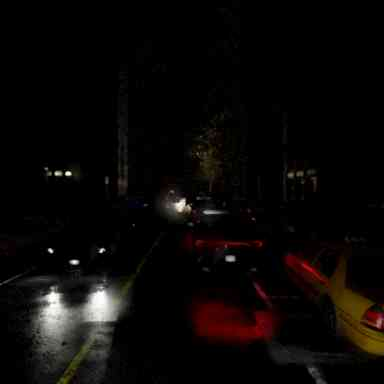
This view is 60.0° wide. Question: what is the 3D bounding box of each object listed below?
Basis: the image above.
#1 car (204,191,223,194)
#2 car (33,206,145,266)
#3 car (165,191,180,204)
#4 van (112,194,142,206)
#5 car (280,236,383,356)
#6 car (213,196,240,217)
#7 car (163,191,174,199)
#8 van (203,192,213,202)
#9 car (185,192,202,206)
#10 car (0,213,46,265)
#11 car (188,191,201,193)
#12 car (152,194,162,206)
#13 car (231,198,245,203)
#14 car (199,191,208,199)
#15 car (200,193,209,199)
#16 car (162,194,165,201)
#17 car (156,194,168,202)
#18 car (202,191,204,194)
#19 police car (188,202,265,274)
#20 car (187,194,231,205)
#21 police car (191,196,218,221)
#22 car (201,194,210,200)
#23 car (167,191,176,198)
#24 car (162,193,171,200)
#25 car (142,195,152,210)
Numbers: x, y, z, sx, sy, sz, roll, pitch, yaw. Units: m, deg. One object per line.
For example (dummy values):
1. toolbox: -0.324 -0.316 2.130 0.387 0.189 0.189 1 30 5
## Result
1. car: 2.877 0.994 39.793 2.192 1.841 5.009 0 0 0
2. car: -3.097 1.445 11.420 2.033 1.411 5.357 0 1 0
3. car: -3.049 0.943 53.655 2.097 1.767 4.553 0 0 0
4. van: -5.653 1.099 28.533 1.690 1.788 3.998 0 0 0
5. car: 2.868 1.469 6.161 1.752 1.417 4.829 0 1 1
6. car: 2.872 1.198 28.514 1.967 1.590 4.097 0 0 0
7. car: -5.629 0.758 79.282 2.192 1.841 5.009 0 0 0
8. van: 2.889 0.876 62.351 1.690 1.788 3.998 0 0 0
9. car: 0.040 1.168 45.527 1.812 1.442 4.674 0 0 1
10. car: -5.663 1.425 11.411 1.752 1.417 4.829 0 1 1
11. car: 0.029 0.777 59.179 2.150 2.045 5.566 0 0 0
12. car: -5.645 1.083 45.451 1.967 1.590 4.097 0 0 0
13. car: 2.869 1.241 22.876 1.967 1.590 4.097 0 0 0
14. car: 2.899 0.733 84.908 2.192 1.841 5.009 0 0 0
15. car: 2.896 1.008 79.269 1.947 1.339 4.313 0 0 0
16. car: -5.642 1.152 51.090 1.887 1.381 4.507 0 0 0
17. car: -5.637 1.117 62.369 1.802 1.307 4.206 0 0 0
18. car: 2.880 0.957 45.432 2.192 1.841 5.009 0 0 0
19. police car: 0.903 1.332 10.382 1.930 1.638 5.238 0 1 0
20. car: 0.908 1.174 20.242 2.097 1.767 4.553 0 0 0
21. police car: 0.912 1.200 26.382 1.930 1.638 5.238 0 0 0
22. car: 2.894 1.050 73.631 1.802 1.307 4.206 0 0 0
23. car: -5.624 0.709 90.560 2.192 1.841 5.009 0 0 0
24. car: -5.632 0.995 73.475 1.752 1.417 4.829 0 0 0
25. car: -5.651 1.283 34.174 1.947 1.339 4.313 0 0 0
